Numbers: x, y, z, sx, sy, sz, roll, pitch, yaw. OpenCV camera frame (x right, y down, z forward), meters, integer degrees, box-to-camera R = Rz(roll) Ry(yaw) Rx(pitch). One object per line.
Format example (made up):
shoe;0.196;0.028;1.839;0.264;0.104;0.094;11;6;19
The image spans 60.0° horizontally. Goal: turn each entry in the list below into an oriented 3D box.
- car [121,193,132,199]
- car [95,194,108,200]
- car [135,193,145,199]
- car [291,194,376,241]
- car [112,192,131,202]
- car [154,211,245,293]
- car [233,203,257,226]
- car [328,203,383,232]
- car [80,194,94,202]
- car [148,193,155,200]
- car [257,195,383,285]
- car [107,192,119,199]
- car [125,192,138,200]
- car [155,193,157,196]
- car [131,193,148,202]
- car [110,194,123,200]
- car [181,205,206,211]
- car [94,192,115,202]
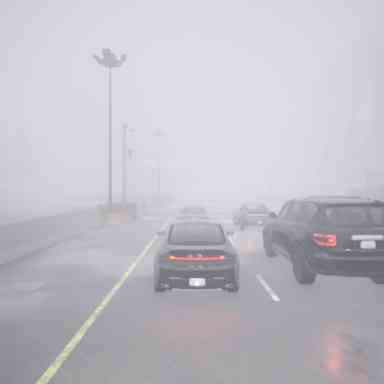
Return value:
car;-17.350;0.978;88.375;2.033;1.411;5.357;0;1;0
car;-20.936;1.152;77.035;1.994;1.385;4.181;0;1;0
car;-13.850;0.938;88.350;1.837;1.490;4.892;0;1;0
car;7.085;1.149;17.496;2.150;2.045;5.566;0;0;0
car;-14.009;1.250;66.882;1.994;1.385;4.181;0;0;0
car;0.095;1.468;8.766;1.837;1.490;4.892;0;0;0
car;3.591;1.409;20.061;2.128;1.511;4.902;0;0;0
car;10.591;1.462;20.794;2.033;1.411;5.357;0;0;0
car;-21.007;1.177;67.175;1.882;1.535;5.008;0;0;0
car;-10.434;1.073;77.267;1.882;1.535;5.008;0;1;0
car;3.595;1.180;9.504;2.150;2.045;5.566;0;0;0
car;-20.851;0.798;88.149;2.097;1.767;4.553;0;1;0
car;-13.935;0.953;77.130;2.097;1.767;4.553;0;1;0
car;-10.348;0.913;88.521;1.882;1.535;5.008;0;1;0
car;-10.509;1.212;66.866;1.812;1.442;4.674;0;0;0
car;-17.437;1.155;76.788;1.994;1.385;4.181;0;1;0
car;0.087;1.469;18.928;2.033;1.411;5.357;0;0;0
car;-17.509;1.037;66.927;2.097;1.767;4.553;0;0;0
